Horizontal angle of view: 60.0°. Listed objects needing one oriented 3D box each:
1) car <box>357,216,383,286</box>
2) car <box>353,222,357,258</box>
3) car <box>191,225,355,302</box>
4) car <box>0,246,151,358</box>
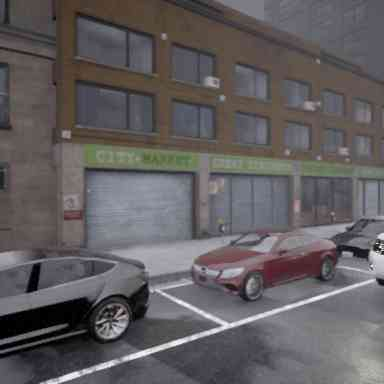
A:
[{"bbox_3d":[6.564,1.190,8.048,5.566,2.045,2.150,0,0,-36],"label":"car"},{"bbox_3d":[6.543,1.526,11.440,4.313,1.339,1.947,0,0,-36],"label":"car"},{"bbox_3d":[1.930,1.562,8.146,4.206,1.307,1.802,0,0,-36],"label":"car"},{"bbox_3d":[-2.683,1.564,4.852,4.313,1.339,1.947,0,0,-36],"label":"car"}]
